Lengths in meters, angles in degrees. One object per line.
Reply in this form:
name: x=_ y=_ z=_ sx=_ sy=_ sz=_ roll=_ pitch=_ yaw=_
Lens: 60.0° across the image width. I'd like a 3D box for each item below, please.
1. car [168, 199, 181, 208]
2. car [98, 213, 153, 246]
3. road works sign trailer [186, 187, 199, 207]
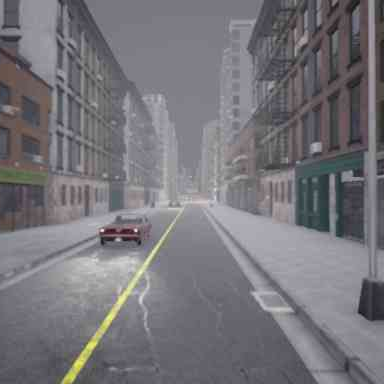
car: x=-3.022 y=1.913 z=57.811 sx=2.128 sy=1.511 sz=4.902 roll=0 pitch=0 yaw=1
car: x=-3.093 y=1.733 z=16.233 sx=1.895 sy=1.301 sz=4.718 roll=0 pitch=0 yaw=0
road works sign trailer: x=0.037 y=0.906 z=61.194 sx=2.380 sy=3.560 sz=2.880 roll=0 pitch=0 yaw=0
